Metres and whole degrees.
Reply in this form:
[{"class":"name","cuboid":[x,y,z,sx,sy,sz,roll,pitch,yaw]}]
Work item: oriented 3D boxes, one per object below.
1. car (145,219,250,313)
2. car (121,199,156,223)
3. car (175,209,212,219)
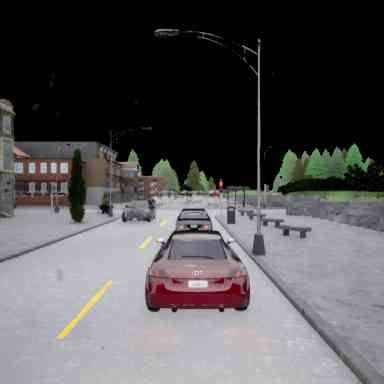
[{"class":"car","cuboid":[0.095,1.565,7.776,1.994,1.385,4.181,0,0,0]},{"class":"car","cuboid":[-4.031,1.353,25.747,2.097,1.767,4.553,0,0,0]},{"class":"car","cuboid":[0.084,1.549,17.012,2.033,1.411,5.357,0,0,0]}]
